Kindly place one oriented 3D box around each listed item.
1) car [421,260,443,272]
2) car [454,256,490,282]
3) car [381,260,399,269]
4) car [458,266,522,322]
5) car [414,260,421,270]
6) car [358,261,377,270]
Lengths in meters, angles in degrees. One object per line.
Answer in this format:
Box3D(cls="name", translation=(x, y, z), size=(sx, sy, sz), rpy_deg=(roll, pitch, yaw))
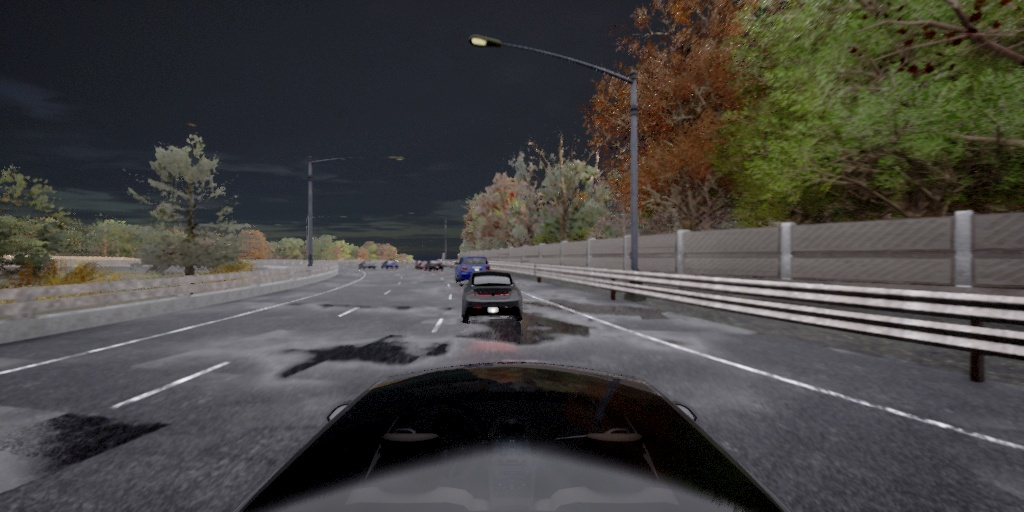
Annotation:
Box3D(cls="car", translation=(-10.737, 1.312, 49.092), size=(1.882, 1.535, 5.008), rpy_deg=(0, 0, -24))
Box3D(cls="car", translation=(-2.953, 1.006, 26.319), size=(2.150, 2.045, 5.566), rpy_deg=(0, 0, -13))
Box3D(cls="car", translation=(-20.010, 1.402, 58.864), size=(1.812, 1.442, 4.674), rpy_deg=(0, 0, -34))
Box3D(cls="car", translation=(-0.750, 1.268, 12.480), size=(1.837, 1.490, 4.892), rpy_deg=(0, 0, -5))
Box3D(cls="car", translation=(-13.381, 1.413, 55.319), size=(1.994, 1.385, 4.181), rpy_deg=(0, 0, -22))
Box3D(cls="car", translation=(-22.994, 1.432, 57.034), size=(2.033, 1.411, 5.357), rpy_deg=(0, 0, -34))
